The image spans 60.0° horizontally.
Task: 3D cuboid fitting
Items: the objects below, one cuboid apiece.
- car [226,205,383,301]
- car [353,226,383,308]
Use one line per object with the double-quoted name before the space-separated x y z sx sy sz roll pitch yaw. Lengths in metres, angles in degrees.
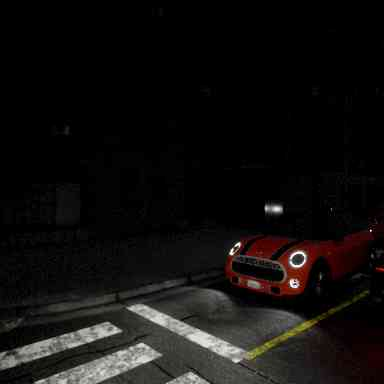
"car" 2.907 1.323 8.433 4.553 1.767 2.097 0 0 -43
"car" 5.277 1.491 6.778 4.892 1.490 1.837 0 0 -43
